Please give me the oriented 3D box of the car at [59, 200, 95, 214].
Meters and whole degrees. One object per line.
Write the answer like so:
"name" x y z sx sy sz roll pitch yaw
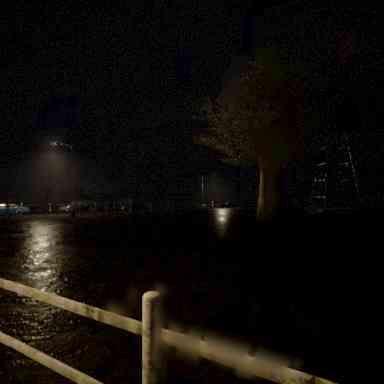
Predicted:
"car" -15.134 1.911 43.983 2.097 1.767 4.553 -2 -2 36

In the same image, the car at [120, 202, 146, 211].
"car" -9.202 2.258 52.228 1.812 1.442 4.674 -2 -2 36

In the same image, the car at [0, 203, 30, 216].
"car" -20.668 1.950 36.274 2.033 1.411 5.357 -2 -2 35

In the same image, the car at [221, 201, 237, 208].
"car" 7.710 2.626 69.464 1.994 1.385 4.181 -2 -2 36
